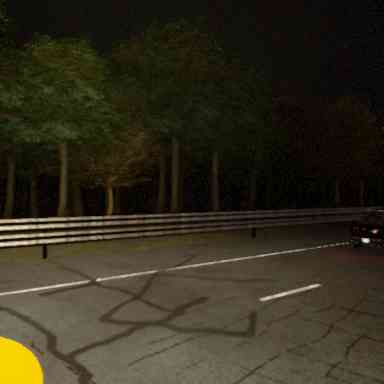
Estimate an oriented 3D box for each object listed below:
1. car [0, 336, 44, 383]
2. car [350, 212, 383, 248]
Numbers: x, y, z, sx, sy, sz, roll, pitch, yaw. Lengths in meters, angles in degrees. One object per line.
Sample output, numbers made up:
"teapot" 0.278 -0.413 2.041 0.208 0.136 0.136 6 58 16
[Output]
"car" -3.312 1.461 1.388 5.008 1.535 1.882 1 0 -35
"car" 8.658 1.631 14.196 4.892 1.490 1.837 1 0 -35
